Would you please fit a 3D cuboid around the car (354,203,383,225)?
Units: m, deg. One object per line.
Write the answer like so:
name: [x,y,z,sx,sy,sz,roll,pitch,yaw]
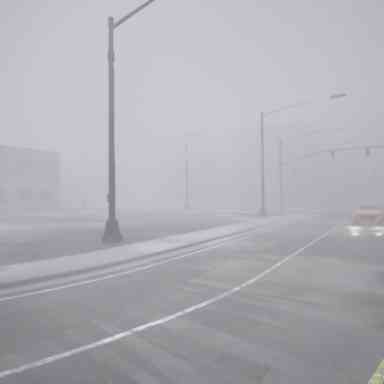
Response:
car: [13.948,1.650,26.144,1.882,1.535,5.008,-1,-1,31]
